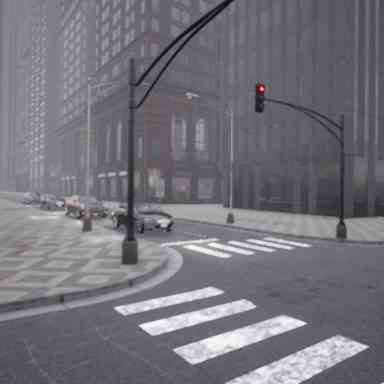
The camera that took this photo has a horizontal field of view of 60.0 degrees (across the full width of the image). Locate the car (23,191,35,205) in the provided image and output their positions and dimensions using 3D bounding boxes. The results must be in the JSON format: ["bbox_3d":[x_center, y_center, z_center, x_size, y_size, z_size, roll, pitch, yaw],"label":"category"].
[{"bbox_3d":[-20.012,0.788,42.061,1.837,1.490,4.892,1,0,-35],"label":"car"}]

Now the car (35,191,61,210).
[{"bbox_3d":[-13.994,0.954,33.647,2.128,1.511,4.902,1,0,-36],"label":"car"}]

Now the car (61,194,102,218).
[{"bbox_3d":[-8.104,0.997,25.464,2.097,1.767,4.553,1,0,-35],"label":"car"}]

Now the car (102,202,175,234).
[{"bbox_3d":[-2.768,1.307,18.048,2.128,1.511,4.902,1,1,-36],"label":"car"}]

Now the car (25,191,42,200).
[{"bbox_3d":[-28.014,0.534,58.573,1.837,1.490,4.892,1,0,-36],"label":"car"}]
